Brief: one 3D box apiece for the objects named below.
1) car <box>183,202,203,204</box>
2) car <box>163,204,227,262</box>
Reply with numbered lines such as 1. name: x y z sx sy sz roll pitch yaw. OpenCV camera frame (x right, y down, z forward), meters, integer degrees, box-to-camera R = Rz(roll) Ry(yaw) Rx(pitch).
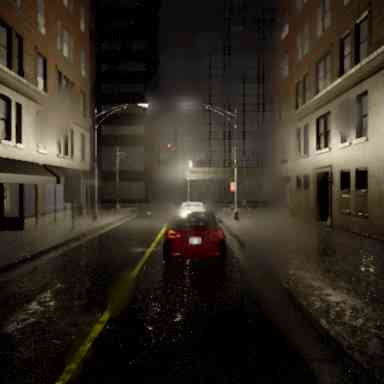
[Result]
1. car: 0.041 1.365 22.964 1.895 1.301 4.718 0 1 0
2. car: 0.080 1.382 11.701 2.163 1.488 4.792 0 1 0
